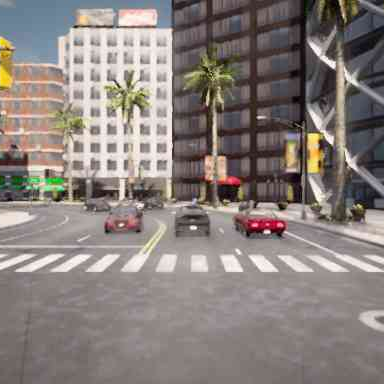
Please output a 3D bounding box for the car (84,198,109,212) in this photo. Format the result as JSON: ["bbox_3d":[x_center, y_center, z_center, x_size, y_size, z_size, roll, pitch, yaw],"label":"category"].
[{"bbox_3d":[-11.118,1.525,39.097,1.837,1.490,4.892,0,0,-39],"label":"car"}]

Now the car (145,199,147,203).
[{"bbox_3d":[-7.845,1.623,40.906,1.895,1.301,4.718,0,0,-37],"label":"car"}]

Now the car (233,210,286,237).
[{"bbox_3d":[3.487,1.611,18.116,1.895,1.301,4.718,0,0,-3],"label":"car"}]

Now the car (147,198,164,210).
[{"bbox_3d":[-5.390,1.549,43.252,1.812,1.442,4.674,0,0,-38],"label":"car"}]

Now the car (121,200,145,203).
[{"bbox_3d":[-5.722,1.580,29.480,1.994,1.385,4.181,0,0,-19],"label":"car"}]

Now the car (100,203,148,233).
[{"bbox_3d":[-3.915,1.575,19.772,1.994,1.385,4.181,0,0,-4],"label":"car"}]

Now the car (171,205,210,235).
[{"bbox_3d":[-0.084,1.515,18.868,1.837,1.490,4.892,0,0,-4],"label":"car"}]
